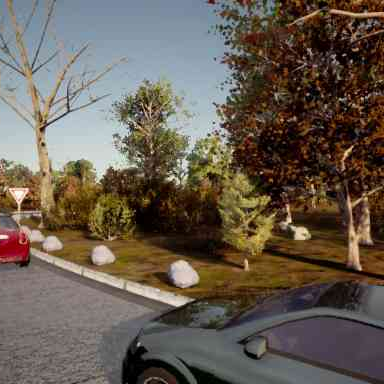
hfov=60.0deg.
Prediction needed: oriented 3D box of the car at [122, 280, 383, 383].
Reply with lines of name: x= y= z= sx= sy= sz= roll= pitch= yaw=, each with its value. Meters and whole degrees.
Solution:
car: x=1.323 y=1.563 z=2.989 sx=4.181 sy=1.385 sz=1.994 roll=0 pitch=0 yaw=36

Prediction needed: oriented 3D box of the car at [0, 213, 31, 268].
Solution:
car: x=-6.896 y=1.416 z=10.638 sx=2.097 sy=1.767 sz=4.553 roll=0 pitch=0 yaw=-44
